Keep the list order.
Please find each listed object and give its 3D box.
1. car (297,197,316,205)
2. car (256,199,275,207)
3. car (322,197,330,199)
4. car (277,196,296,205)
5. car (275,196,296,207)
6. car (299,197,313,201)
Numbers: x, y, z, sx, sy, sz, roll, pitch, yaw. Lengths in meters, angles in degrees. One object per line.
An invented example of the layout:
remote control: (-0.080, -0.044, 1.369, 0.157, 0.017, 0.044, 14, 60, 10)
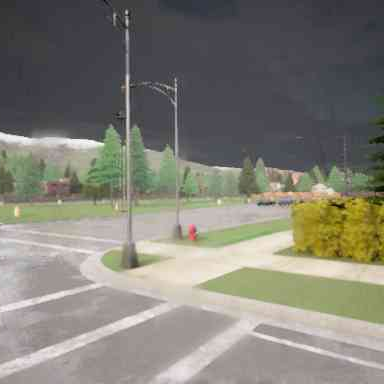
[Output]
car: (22.682, 1.782, 65.820, 2.033, 1.411, 5.357, -1, 0, 36)
car: (13.127, 1.878, 58.585, 1.895, 1.301, 4.718, -1, 0, 36)
car: (25.992, 1.741, 64.427, 2.033, 1.411, 5.357, -1, 0, 36)
car: (18.967, 1.629, 66.660, 2.097, 1.767, 4.553, -1, 0, 36)
car: (16.418, 1.762, 57.168, 1.812, 1.442, 4.674, -1, 0, 36)
car: (19.443, 1.758, 55.373, 1.994, 1.385, 4.181, -1, 0, 36)
